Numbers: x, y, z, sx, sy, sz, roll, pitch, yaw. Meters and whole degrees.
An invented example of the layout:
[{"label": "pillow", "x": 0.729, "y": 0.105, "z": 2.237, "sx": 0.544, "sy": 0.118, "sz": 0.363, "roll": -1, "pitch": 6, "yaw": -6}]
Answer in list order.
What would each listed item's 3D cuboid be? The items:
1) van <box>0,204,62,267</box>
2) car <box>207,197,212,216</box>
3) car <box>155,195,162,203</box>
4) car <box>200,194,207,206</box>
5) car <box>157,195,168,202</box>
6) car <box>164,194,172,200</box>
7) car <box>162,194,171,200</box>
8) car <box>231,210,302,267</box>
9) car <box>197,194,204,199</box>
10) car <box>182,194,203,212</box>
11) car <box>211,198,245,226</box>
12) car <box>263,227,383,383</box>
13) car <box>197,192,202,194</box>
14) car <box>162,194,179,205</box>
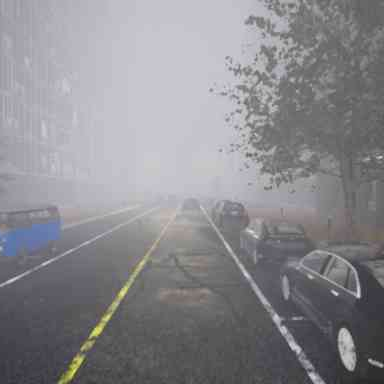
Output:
[{"label": "van", "x": -5.736, "y": 1.313, "z": 10.938, "sx": 1.690, "sy": 1.788, "sz": 3.998, "roll": 0, "pitch": 0, "yaw": 0}, {"label": "car", "x": 2.563, "y": 1.337, "z": 28.051, "sx": 1.967, "sy": 1.590, "sz": 4.097, "roll": 0, "pitch": 0, "yaw": 0}, {"label": "car", "x": -5.979, "y": 1.302, "z": 62.172, "sx": 1.887, "sy": 1.381, "sz": 4.507, "roll": 0, "pitch": 0, "yaw": 0}, {"label": "car", "x": 2.456, "y": 1.346, "z": 50.822, "sx": 1.887, "sy": 1.381, "sz": 4.507, "roll": 0, "pitch": 0, "yaw": 0}, {"label": "car", "x": -6.006, "y": 1.311, "z": 67.866, "sx": 1.802, "sy": 1.307, "sz": 4.206, "roll": 0, "pitch": 0, "yaw": 0}, {"label": "car", "x": -6.087, "y": 1.206, "z": 84.943, "sx": 1.947, "sy": 1.339, "sz": 4.313, "roll": 0, "pitch": 0, "yaw": 0}, {"label": "car", "x": -6.060, "y": 1.215, "z": 79.250, "sx": 1.887, "sy": 1.381, "sz": 4.507, "roll": 0, "pitch": 0, "yaw": 0}, {"label": "car", "x": 2.644, "y": 1.513, "z": 10.975, "sx": 2.008, "sy": 1.369, "sz": 4.403, "roll": 0, "pitch": 0, "yaw": 0}, {"label": "car", "x": 2.267, "y": 1.165, "z": 90.666, "sx": 1.947, "sy": 1.339, "sz": 4.313, "roll": 0, "pitch": 0, "yaw": 0}, {"label": "car", "x": -0.070, "y": 1.341, "z": 37.072, "sx": 1.882, "sy": 1.535, "sz": 5.008, "roll": 0, "pitch": 0, "yaw": 0}, {"label": "car", "x": 2.590, "y": 1.359, "z": 22.359, "sx": 1.967, "sy": 1.590, "sz": 4.097, "roll": 0, "pitch": 0, "yaw": 0}, {"label": "car", "x": 2.671, "y": 1.532, "z": 5.282, "sx": 2.008, "sy": 1.369, "sz": 4.403, "roll": 0, "pitch": 0, "yaw": 0}, {"label": "car", "x": 2.375, "y": 1.284, "z": 67.898, "sx": 1.947, "sy": 1.339, "sz": 4.313, "roll": 0, "pitch": 0, "yaw": 0}, {"label": "car", "x": -3.256, "y": 1.141, "z": 54.903, "sx": 2.097, "sy": 1.767, "sz": 4.553, "roll": 0, "pitch": 0, "yaw": 0}]
